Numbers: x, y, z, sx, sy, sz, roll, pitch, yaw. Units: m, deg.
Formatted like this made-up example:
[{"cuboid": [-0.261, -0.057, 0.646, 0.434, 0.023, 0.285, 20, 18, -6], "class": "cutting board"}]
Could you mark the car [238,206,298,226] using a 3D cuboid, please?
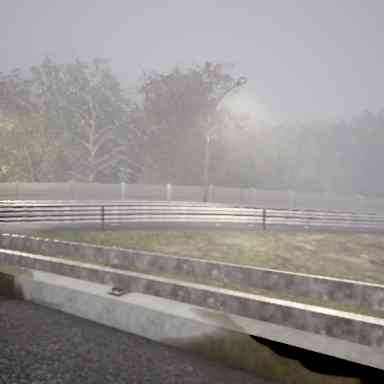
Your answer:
[{"cuboid": [6.140, 1.863, 26.992, 5.008, 1.535, 1.882, 2, 0, -16], "class": "car"}]
